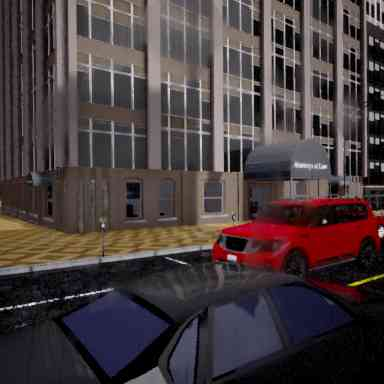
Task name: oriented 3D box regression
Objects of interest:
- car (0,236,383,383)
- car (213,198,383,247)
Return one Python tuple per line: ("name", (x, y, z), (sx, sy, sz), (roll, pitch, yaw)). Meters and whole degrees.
("car", (0.469, 1.547, 3.644), (5.357, 1.411, 2.033), (0, 0, -36))
("car", (3.200, 1.220, 9.525), (5.566, 2.045, 2.150), (0, 0, -36))
